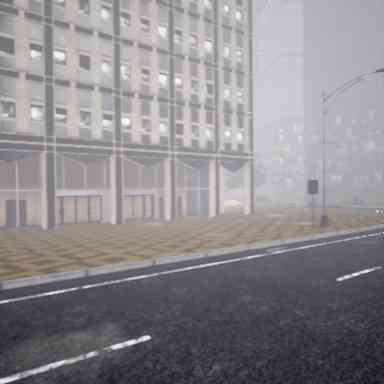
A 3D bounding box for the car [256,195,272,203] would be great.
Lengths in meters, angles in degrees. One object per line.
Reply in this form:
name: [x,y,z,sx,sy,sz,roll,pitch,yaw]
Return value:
car: [13.476,1.284,62.482,1.837,1.490,4.892,-1,0,-8]
